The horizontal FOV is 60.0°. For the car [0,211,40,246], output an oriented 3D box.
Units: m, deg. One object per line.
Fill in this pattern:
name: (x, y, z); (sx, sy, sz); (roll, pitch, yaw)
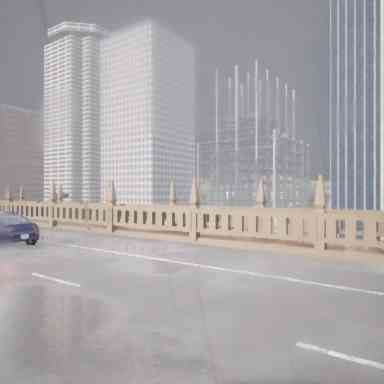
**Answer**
car: (-8.269, 1.533, 14.066); (4.674, 1.442, 1.812); (0, 0, 36)
